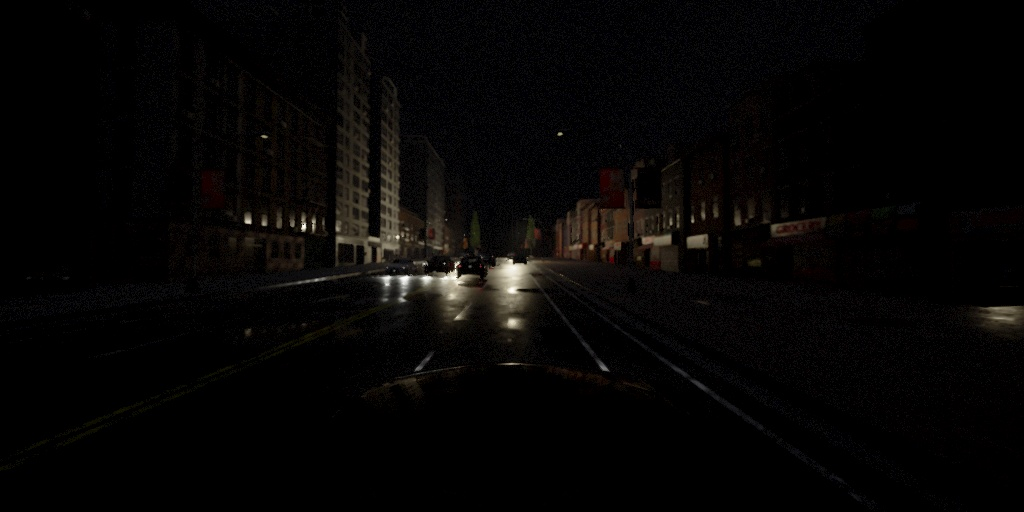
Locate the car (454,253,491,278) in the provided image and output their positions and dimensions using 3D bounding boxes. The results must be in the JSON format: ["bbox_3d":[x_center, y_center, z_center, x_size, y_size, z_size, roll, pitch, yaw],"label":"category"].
[{"bbox_3d":[-3.155,0.790,29.221,2.097,1.767,4.553,0,1,0],"label":"car"}]

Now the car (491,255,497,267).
[{"bbox_3d":[-3.157,0.635,48.853,2.128,1.511,4.902,0,1,0],"label":"car"}]

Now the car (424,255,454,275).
[{"bbox_3d":[-6.598,0.738,32.821,2.097,1.767,4.553,0,1,0],"label":"car"}]

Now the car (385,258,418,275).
[{"bbox_3d":[-9.849,0.919,32.351,1.812,1.442,4.674,0,1,0],"label":"car"}]

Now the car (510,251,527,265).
[{"bbox_3d":[1.129,0.425,53.316,2.097,1.767,4.553,0,1,0],"label":"car"}]
